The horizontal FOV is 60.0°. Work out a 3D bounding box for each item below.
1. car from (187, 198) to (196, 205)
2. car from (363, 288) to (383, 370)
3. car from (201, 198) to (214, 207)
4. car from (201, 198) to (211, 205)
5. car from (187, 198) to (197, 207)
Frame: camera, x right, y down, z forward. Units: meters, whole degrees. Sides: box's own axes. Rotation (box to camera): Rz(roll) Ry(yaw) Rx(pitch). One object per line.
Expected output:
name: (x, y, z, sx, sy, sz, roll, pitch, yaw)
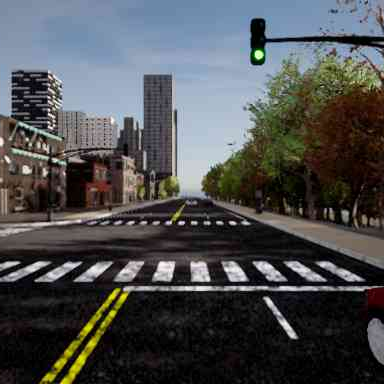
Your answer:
car: (-0.120, 2.205, 76.381, 1.837, 1.490, 4.892, 0, -1, 0)
car: (3.345, 1.504, 2.693, 1.882, 1.535, 5.008, 0, 0, 0)
car: (3.245, 2.147, 64.825, 2.033, 1.411, 5.357, 0, -1, 0)
car: (3.133, 2.195, 75.319, 1.837, 1.490, 4.892, 0, -1, 0)
car: (-0.004, 2.215, 66.341, 1.895, 1.301, 4.718, 0, -1, 0)
